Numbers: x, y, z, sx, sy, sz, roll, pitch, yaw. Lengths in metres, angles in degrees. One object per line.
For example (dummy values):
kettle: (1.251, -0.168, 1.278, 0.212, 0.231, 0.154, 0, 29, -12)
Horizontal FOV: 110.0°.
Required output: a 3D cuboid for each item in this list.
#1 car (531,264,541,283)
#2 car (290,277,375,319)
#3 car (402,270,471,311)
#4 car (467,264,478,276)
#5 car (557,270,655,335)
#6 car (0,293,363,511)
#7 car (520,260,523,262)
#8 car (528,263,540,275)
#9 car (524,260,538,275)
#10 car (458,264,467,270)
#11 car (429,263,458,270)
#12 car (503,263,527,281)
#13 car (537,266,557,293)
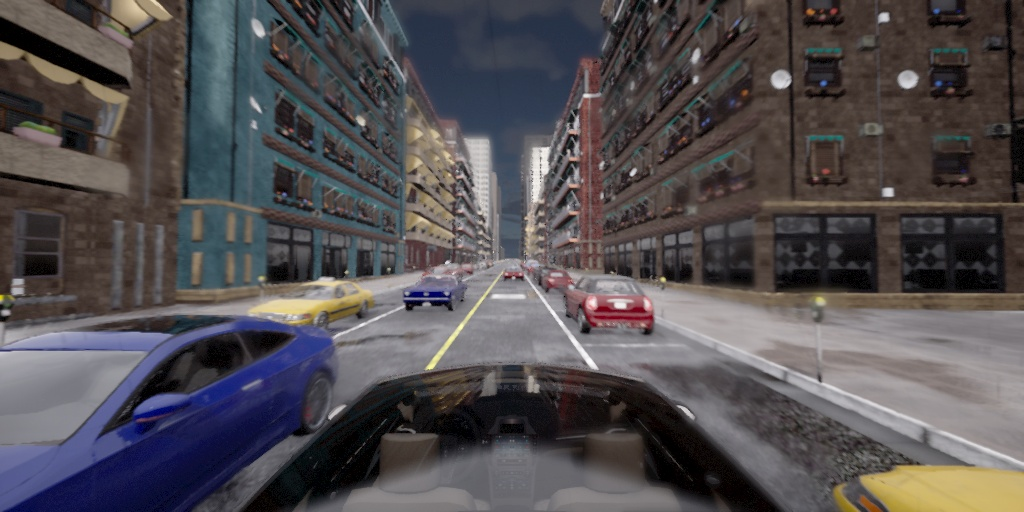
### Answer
car: (2.731, 1.537, 27.519, 1.948, 1.339, 4.313, 0, 0, 0)
car: (-5.681, 1.341, 10.690, 1.751, 1.417, 4.829, 0, 0, 0)
car: (-3.070, 1.458, 15.125, 1.895, 1.301, 4.718, 0, 0, 0)
car: (-5.622, 1.630, 44.103, 1.888, 1.381, 4.507, 0, 0, 0)
car: (2.702, 1.274, 10.897, 1.967, 1.591, 4.097, 0, 0, 0)
car: (-3.089, 1.279, 2.802, 1.812, 1.442, 4.674, 0, 0, 0)
car: (2.788, 1.675, 60.762, 1.967, 1.591, 4.097, 0, 0, 0)
car: (2.740, 1.581, 33.058, 1.948, 1.339, 4.313, 0, 0, 0)
car: (2.759, 1.543, 44.140, 1.967, 1.591, 4.097, 0, 0, 0)
car: (-5.642, 1.437, 33.022, 1.967, 1.591, 4.097, 0, 0, 0)
car: (-5.651, 1.498, 27.481, 1.888, 1.381, 4.507, 0, 0, 0)
car: (0.139, 1.608, 32.727, 1.895, 1.301, 4.718, 0, 0, 0)
car: (2.721, 1.508, 21.978, 1.802, 1.307, 4.207, 0, 0, 0)
